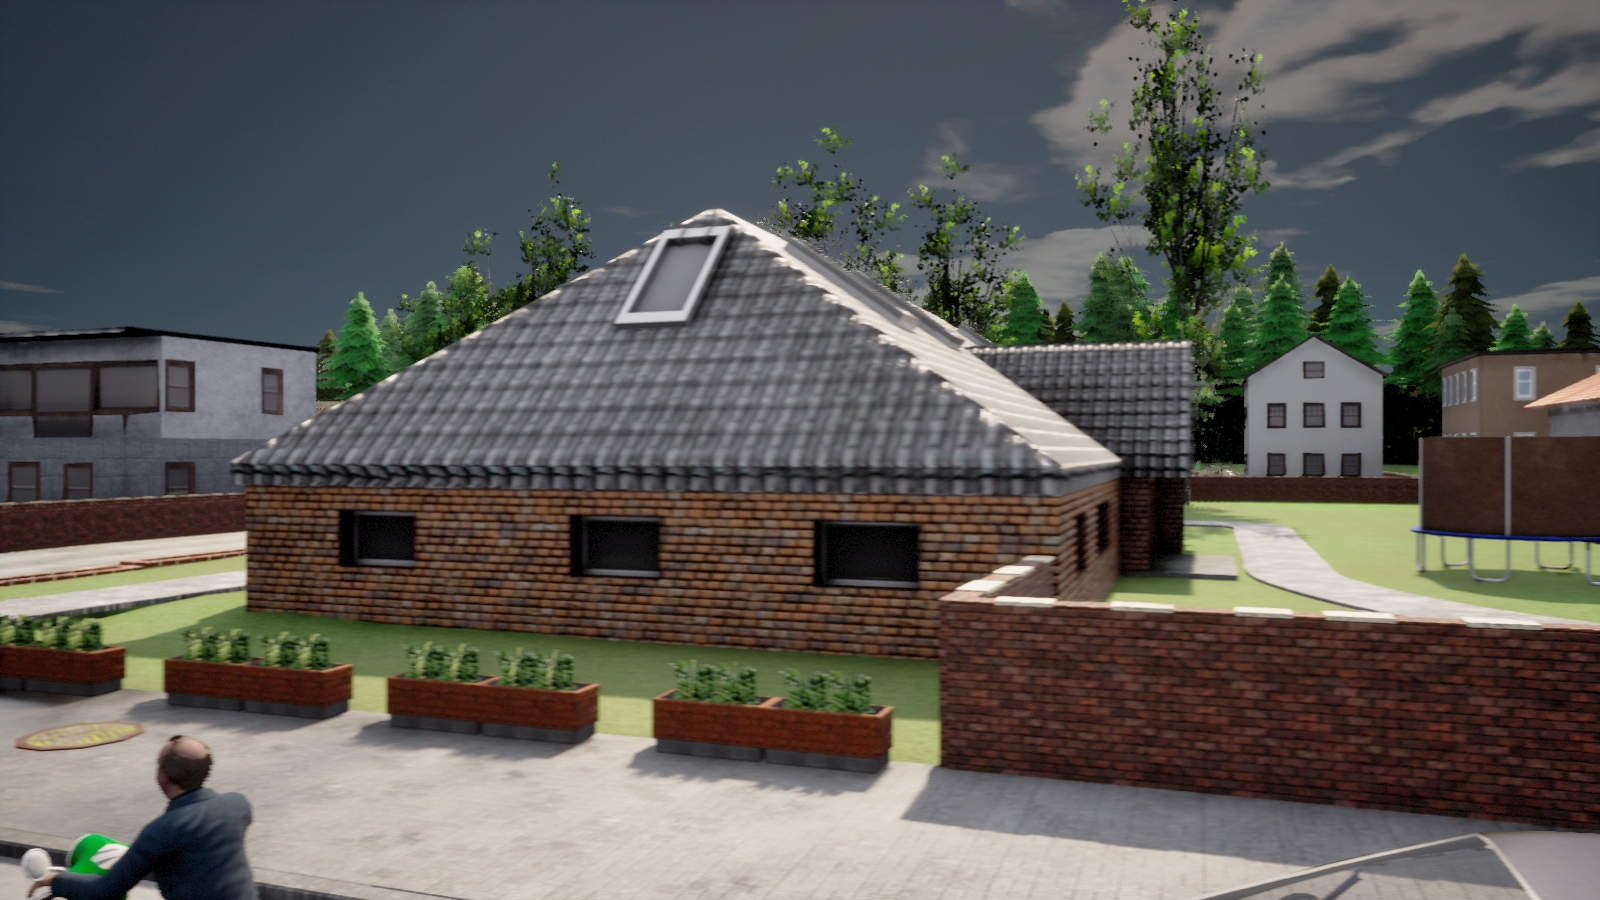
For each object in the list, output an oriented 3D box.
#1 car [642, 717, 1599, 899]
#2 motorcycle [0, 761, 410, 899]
[{"bbox_3d":[2.102,1.968,3.032,4.611,1.667,2.242,0,0,20],"label":"car"},{"bbox_3d":[-2.647,2.142,4.747,1.805,1.316,0.856,0,0,19],"label":"motorcycle"}]
